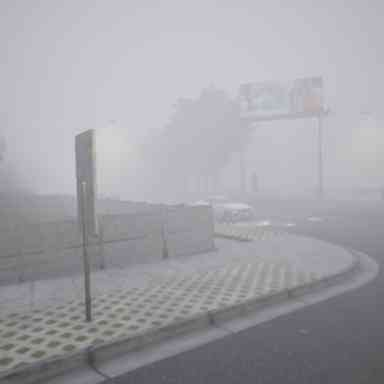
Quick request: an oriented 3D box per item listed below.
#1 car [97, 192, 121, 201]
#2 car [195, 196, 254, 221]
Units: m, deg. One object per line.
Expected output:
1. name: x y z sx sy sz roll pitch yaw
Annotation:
1. car: -10.047 0.647 40.117 1.994 1.385 4.181 -2 2 -32
2. car: 1.971 0.979 21.731 1.812 1.442 4.674 -2 2 -35
